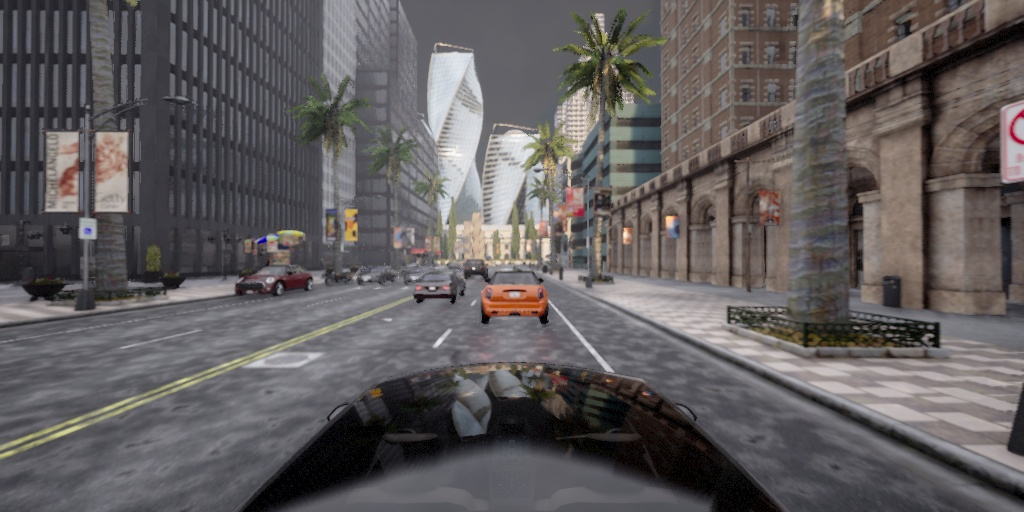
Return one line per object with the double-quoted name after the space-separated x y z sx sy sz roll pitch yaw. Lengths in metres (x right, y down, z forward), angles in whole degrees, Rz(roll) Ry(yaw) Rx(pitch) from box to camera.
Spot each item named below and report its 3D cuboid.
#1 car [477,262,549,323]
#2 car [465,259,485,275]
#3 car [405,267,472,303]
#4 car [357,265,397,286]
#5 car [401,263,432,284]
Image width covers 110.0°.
0.083 1.214 12.857 2.097 1.767 4.553 0 -1 0 "car"
-3.670 1.330 37.054 2.150 2.045 5.566 0 -1 -1 "car"
-3.435 1.461 17.830 2.033 1.411 5.357 0 -1 -1 "car"
-10.761 1.518 28.790 2.128 1.511 4.902 0 -1 -1 "car"
-7.262 1.518 28.841 2.128 1.511 4.902 0 -1 -1 "car"
